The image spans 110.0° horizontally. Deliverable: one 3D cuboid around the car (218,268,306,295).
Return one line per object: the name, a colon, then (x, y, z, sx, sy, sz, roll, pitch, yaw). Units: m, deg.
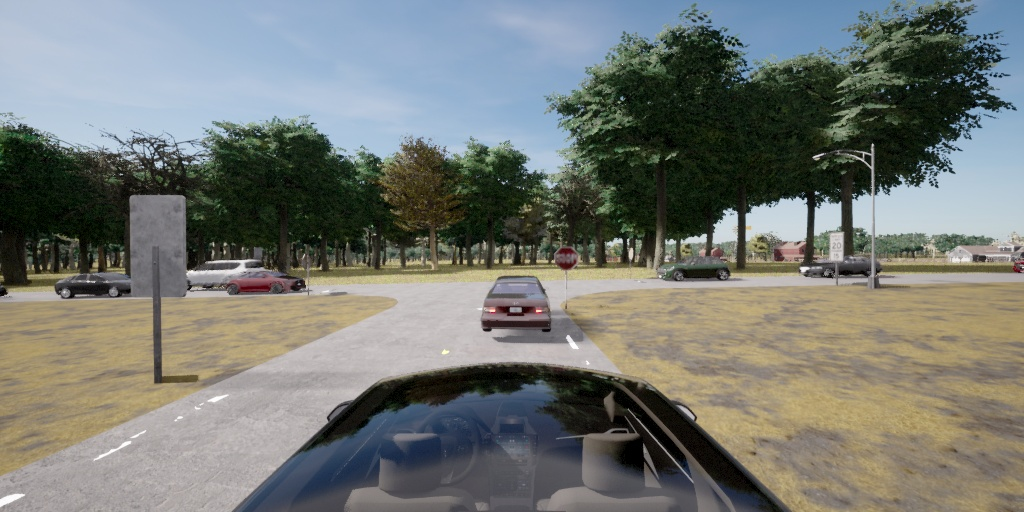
car: (-15.156, 1.606, 22.198, 4.181, 1.385, 1.994, -1, 1, 1)

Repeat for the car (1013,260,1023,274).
car: (38.375, 0.506, 25.075, 5.008, 1.535, 1.882, -1, 1, 0)

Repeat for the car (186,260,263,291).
car: (-20.396, 1.339, 25.190, 5.566, 2.045, 2.150, -1, 1, 0)

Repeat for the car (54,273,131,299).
car: (-25.213, 1.776, 22.254, 4.892, 1.490, 1.837, -1, 1, 0)

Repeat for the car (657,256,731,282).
car: (12.585, 0.811, 25.076, 4.553, 1.767, 2.097, -1, 1, -1)

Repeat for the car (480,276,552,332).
car: (0.172, 1.295, 10.829, 2.033, 1.411, 5.357, 0, 0, 2)

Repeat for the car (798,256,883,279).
car: (22.896, 0.766, 25.119, 4.902, 1.511, 2.128, -1, 1, 0)

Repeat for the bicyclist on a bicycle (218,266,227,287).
bicyclist on a bicycle: (-22.625, 1.603, 28.221, 0.582, 1.620, 1.656, -1, 0, 0)

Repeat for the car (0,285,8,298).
car: (-34.425, 2.058, 22.282, 4.181, 1.385, 1.994, -1, 1, 1)
